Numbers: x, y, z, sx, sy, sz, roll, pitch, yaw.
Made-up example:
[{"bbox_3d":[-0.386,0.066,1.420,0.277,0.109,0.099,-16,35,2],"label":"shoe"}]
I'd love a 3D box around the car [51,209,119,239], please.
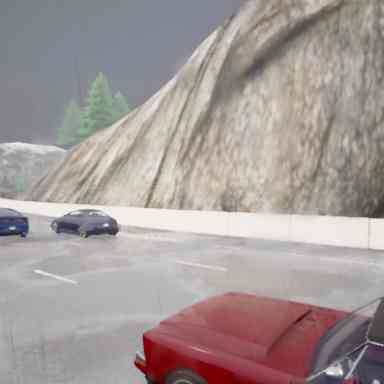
[{"bbox_3d":[-5.753,1.592,17.716,4.181,1.385,1.994,0,0,41],"label":"car"}]

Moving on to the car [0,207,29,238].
[{"bbox_3d":[-10.046,1.499,16.818,5.008,1.535,1.882,0,0,42],"label":"car"}]

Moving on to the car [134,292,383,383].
[{"bbox_3d":[1.743,1.609,2.811,4.718,1.301,1.895,0,0,36],"label":"car"}]
